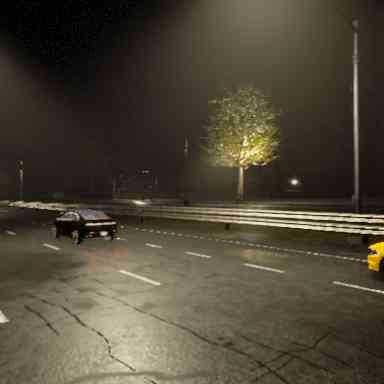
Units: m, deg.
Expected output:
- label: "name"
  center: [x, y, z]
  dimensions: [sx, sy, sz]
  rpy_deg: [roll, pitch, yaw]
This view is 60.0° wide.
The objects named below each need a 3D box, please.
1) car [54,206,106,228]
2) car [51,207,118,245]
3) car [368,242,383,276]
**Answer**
- label: "car"
  center: [-8.881, 1.880, 26.021]
  dimensions: [2.033, 1.411, 5.357]
  rpy_deg: [0, -1, -41]
- label: "car"
  center: [-5.503, 1.674, 16.691]
  dimensions: [2.128, 1.511, 4.902]
  rpy_deg: [0, -1, -41]
- label: "car"
  center: [6.818, 1.538, 7.668]
  dimensions: [1.882, 1.535, 5.008]
  rpy_deg: [0, -1, -41]
